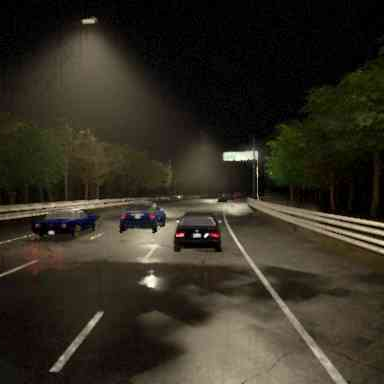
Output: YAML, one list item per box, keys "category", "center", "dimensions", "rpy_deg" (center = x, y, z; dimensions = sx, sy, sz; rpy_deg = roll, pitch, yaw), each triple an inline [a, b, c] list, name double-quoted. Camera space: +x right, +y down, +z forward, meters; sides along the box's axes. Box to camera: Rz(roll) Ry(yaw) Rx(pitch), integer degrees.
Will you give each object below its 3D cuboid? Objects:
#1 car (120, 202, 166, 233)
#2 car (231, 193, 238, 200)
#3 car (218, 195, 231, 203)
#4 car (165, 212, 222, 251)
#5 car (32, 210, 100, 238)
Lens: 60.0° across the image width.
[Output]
- category: "car"
  center: [-2.836, 1.373, 20.093]
  dimensions: [2.097, 1.767, 4.553]
  rpy_deg: [0, 0, 3]
- category: "car"
  center: [10.895, 1.593, 92.714]
  dimensions: [1.994, 1.385, 4.181]
  rpy_deg: [0, 0, 13]
- category: "car"
  center: [6.905, 1.599, 73.521]
  dimensions: [1.994, 1.385, 4.181]
  rpy_deg: [0, 0, 10]
- category: "car"
  center: [0.280, 1.568, 14.144]
  dimensions: [2.033, 1.411, 5.357]
  rpy_deg: [0, 0, 2]
- category: "car"
  center: [-6.469, 1.613, 17.752]
  dimensions: [1.895, 1.301, 4.718]
  rpy_deg: [0, 0, 3]
